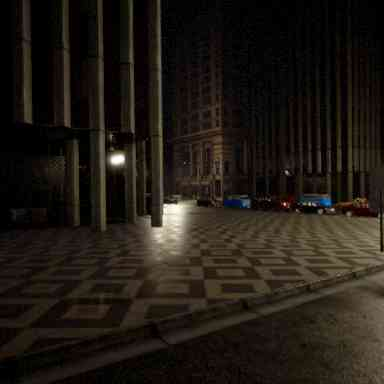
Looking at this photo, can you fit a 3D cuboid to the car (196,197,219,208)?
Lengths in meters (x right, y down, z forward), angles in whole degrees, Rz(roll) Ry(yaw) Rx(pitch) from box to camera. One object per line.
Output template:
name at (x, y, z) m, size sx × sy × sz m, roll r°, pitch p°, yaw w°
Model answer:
car at (2.440, 1.368, 46.832) m, size 1.967 × 1.590 × 4.097 m, roll -1°, pitch 1°, yaw -36°

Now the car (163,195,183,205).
car at (-4.018, 1.435, 55.800) m, size 2.008 × 1.369 × 4.403 m, roll -1°, pitch 1°, yaw -36°

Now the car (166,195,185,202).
car at (-3.536, 1.253, 69.745) m, size 2.008 × 1.369 × 4.403 m, roll -1°, pitch 1°, yaw -36°

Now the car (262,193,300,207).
car at (12.599, 1.125, 47.321) m, size 2.192 × 1.841 × 5.009 m, roll -1°, pitch 1°, yaw -36°

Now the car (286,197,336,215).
car at (12.129, 1.545, 33.383) m, size 2.008 × 1.369 × 4.403 m, roll -1°, pitch 1°, yaw -36°

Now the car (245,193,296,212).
car at (8.897, 1.287, 37.864) m, size 2.192 × 1.841 × 5.009 m, roll -1°, pitch 1°, yaw -36°

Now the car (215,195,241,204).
car at (6.047, 1.291, 56.429) m, size 1.752 × 1.417 × 4.829 m, roll -1°, pitch 1°, yaw -36°

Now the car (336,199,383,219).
car at (15.358, 1.563, 28.900) m, size 1.887 × 1.381 × 4.507 m, roll -1°, pitch 1°, yaw -36°

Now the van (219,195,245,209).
van at (5.668, 1.290, 42.348) m, size 1.690 × 1.788 × 3.998 m, roll -1°, pitch 1°, yaw -36°

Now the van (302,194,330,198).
van at (15.827, 1.174, 42.837) m, size 1.690 × 1.788 × 3.998 m, roll -1°, pitch 1°, yaw -36°
